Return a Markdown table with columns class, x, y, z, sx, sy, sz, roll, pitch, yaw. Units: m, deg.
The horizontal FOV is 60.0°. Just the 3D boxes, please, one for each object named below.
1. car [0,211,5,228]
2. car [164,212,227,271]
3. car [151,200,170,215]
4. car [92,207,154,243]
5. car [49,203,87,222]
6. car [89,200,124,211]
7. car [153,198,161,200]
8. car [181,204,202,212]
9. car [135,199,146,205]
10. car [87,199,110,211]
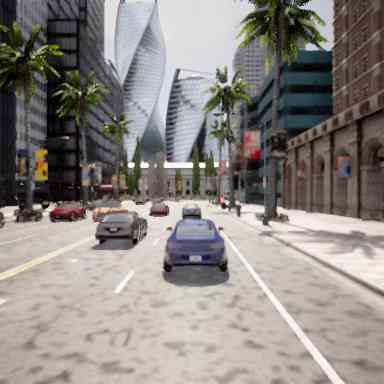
| class | x | y | z | sx | sy | sz | roll | pitch | yaw |
| --- | --- | --- | --- | --- | --- | --- | --- | --- | --- |
| car | -13.618 | 1.526 | 20.474 | 2.185 | 1.767 | 4.553 | 0 | 0 | -1 |
| car | 0.108 | 1.619 | 11.151 | 1.812 | 1.442 | 4.674 | 0 | 0 | 0 |
| car | -3.604 | 1.876 | 37.472 | 1.994 | 1.385 | 4.181 | 0 | 0 | -1 |
| car | -3.400 | 1.689 | 16.862 | 2.033 | 1.411 | 5.357 | 0 | 0 | 0 |
| car | -10.710 | 1.719 | 28.975 | 1.882 | 1.535 | 5.008 | 0 | 0 | -1 |
| car | -7.212 | 1.596 | 29.196 | 2.097 | 1.767 | 4.553 | 0 | 0 | -1 |
| car | -7.568 | 2.061 | 71.326 | 1.882 | 1.535 | 5.008 | 0 | 0 | -1 |
| car | -0.043 | 1.813 | 31.854 | 2.033 | 1.411 | 5.357 | 0 | 0 | -1 |
| car | -11.067 | 2.174 | 71.344 | 1.895 | 1.301 | 4.718 | 0 | 0 | -1 |
| car | -13.923 | 1.896 | 49.846 | 2.231 | 1.521 | 4.892 | 0 | 0 | -1 |
